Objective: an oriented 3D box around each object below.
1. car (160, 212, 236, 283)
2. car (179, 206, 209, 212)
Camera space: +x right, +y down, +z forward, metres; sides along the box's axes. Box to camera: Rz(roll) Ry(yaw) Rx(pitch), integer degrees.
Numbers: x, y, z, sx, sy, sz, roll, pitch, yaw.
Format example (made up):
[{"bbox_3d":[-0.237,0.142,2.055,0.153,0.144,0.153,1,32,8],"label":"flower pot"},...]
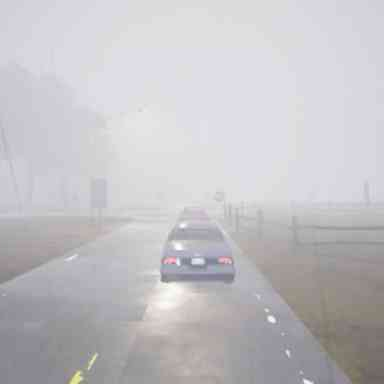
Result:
[{"bbox_3d":[0.122,1.545,9.684,2.033,1.411,5.357,0,0,0],"label":"car"},{"bbox_3d":[0.110,1.567,20.655,1.994,1.385,4.181,0,0,0],"label":"car"}]
